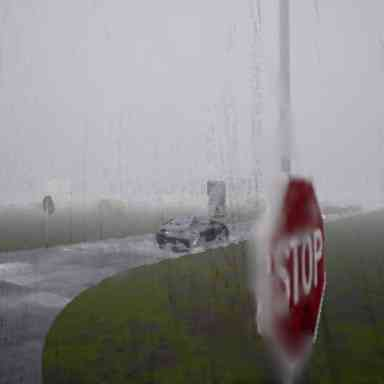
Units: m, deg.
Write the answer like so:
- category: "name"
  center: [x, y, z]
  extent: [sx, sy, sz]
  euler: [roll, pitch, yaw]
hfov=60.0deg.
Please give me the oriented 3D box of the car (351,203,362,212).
- category: "car"
  center: [23.720, 2.292, 49.159]
  extent: [1.895, 1.301, 4.718]
  euler: [-1, -1, 36]

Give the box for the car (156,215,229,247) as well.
- category: "car"
  center: [0.114, 1.830, 16.587]
  extent: [1.994, 1.385, 4.181]
  euler: [-1, -1, 36]

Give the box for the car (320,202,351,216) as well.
- category: "car"
  center: [17.592, 2.066, 40.628]
  extent: [1.882, 1.535, 5.008]
  euler: [-1, -1, 36]
